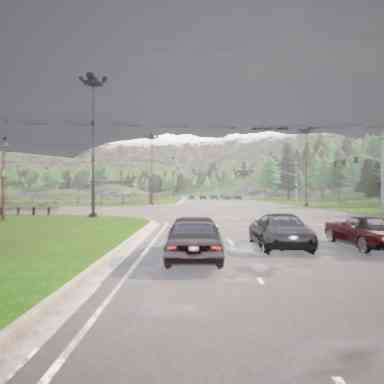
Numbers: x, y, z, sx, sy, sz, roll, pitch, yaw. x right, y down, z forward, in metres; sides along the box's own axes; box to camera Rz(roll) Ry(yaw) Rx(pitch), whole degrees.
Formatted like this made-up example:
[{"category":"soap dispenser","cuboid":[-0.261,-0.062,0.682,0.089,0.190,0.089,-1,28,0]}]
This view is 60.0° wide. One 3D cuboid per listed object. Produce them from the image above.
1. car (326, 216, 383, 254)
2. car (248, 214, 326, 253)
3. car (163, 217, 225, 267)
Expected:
[{"category":"car","cuboid":[7.067,1.608,13.387,1.895,1.301,4.718,0,0,0]},{"category":"car","cuboid":[3.569,1.572,13.657,1.994,1.385,4.181,0,0,0]},{"category":"car","cuboid":[0.060,1.554,11.355,2.033,1.411,5.357,0,0,0]}]
